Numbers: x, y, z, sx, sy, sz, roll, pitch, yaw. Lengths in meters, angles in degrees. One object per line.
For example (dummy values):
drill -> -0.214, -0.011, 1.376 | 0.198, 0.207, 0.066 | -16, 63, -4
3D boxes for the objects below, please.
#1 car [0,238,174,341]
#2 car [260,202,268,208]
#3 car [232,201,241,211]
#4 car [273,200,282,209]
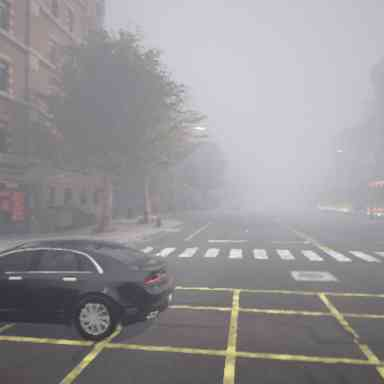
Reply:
car -> -2.791, 1.682, 6.448 | 4.892, 1.490, 1.837 | 0, -1, 9
car -> 19.307, 3.578, 88.995 | 1.882, 1.535, 5.008 | 0, -1, 9
car -> 9.634, 3.374, 72.135 | 2.128, 1.511, 4.902 | 0, -1, 9
car -> 22.767, 3.606, 88.467 | 2.128, 1.511, 4.902 | 0, -1, 9
